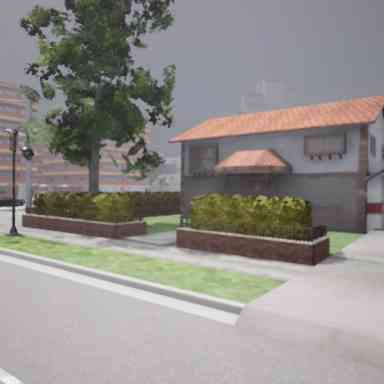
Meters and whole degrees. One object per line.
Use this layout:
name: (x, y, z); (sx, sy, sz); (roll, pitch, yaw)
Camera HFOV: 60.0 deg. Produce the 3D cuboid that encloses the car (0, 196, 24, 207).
car: (-20.887, 1.064, 35.942); (1.895, 1.301, 4.718); (1, 1, 35)
